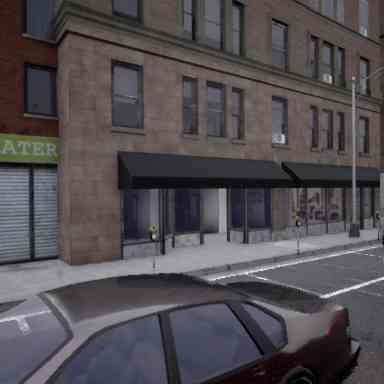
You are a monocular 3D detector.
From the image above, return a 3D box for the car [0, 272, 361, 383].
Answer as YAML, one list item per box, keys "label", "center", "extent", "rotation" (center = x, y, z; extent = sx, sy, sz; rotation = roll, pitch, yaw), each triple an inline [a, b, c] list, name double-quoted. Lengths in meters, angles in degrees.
- label: "car"
  center: [-0.675, 1.547, 2.881]
  extent: [5.357, 1.411, 2.033]
  rotation: [0, 0, -35]

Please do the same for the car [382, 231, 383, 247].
- label: "car"
  center: [9.217, 1.539, 13.116]
  extent: [4.507, 1.381, 1.887]
  rotation: [0, -1, -35]
